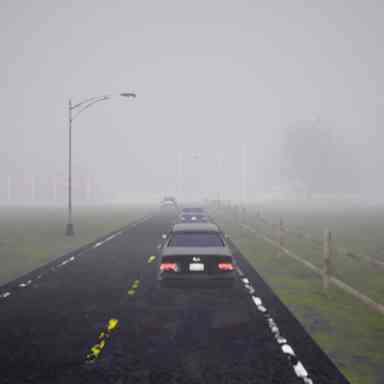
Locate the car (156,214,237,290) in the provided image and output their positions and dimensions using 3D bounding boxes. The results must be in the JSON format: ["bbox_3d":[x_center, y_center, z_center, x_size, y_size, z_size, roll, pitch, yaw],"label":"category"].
[{"bbox_3d":[0.093,1.589,9.301,2.033,1.411,5.357,0,0,0],"label":"car"}]

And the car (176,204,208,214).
[{"bbox_3d":[0.087,1.660,22.547,2.033,1.411,5.357,0,0,0],"label":"car"}]

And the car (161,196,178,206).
[{"bbox_3d":[-2.776,1.206,41.455,2.097,1.767,4.553,0,0,0],"label":"car"}]
